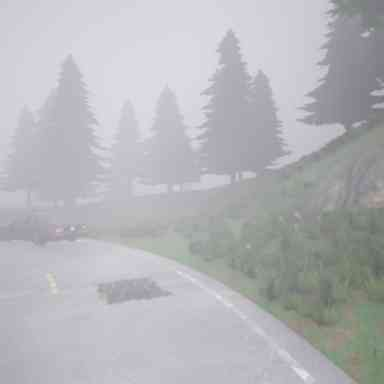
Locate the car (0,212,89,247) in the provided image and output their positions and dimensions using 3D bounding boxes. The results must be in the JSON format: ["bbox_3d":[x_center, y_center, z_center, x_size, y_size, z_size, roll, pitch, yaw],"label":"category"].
[{"bbox_3d":[-7.209,1.676,15.736,5.357,1.411,2.033,-1,0,35],"label":"car"}]
